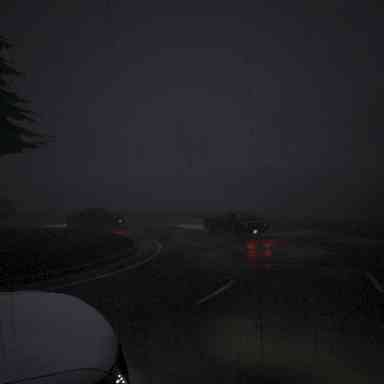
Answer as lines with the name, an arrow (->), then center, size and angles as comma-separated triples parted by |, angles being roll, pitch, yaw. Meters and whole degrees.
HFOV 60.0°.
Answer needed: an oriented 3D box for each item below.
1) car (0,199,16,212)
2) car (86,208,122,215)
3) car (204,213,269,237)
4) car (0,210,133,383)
car -> -20.141, 1.664, 32.225 | 5.566, 2.045, 2.150 | 0, -1, -5
car -> -7.159, 1.872, 24.552 | 4.674, 1.442, 1.812 | 0, -2, 26
car -> 2.499, 1.897, 20.247 | 1.895, 1.301, 4.718 | 1, -1, -25
car -> -2.944, 1.243, 1.412 | 5.566, 2.045, 2.150 | 0, 0, -34
